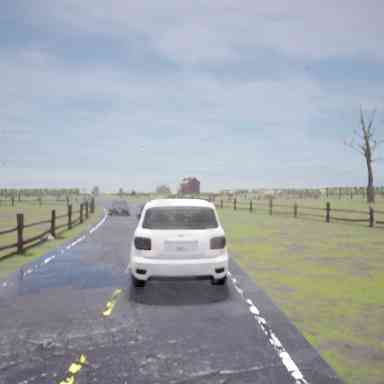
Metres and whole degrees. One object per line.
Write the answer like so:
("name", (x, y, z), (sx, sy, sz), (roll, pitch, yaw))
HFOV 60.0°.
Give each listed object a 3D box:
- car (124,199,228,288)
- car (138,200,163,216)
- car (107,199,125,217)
("car", (-0.417, 1.198, 9.355), (2.150, 2.045, 5.566), (0, 0, -4))
("car", (-4.133, 1.525, 32.612), (1.895, 1.301, 4.718), (0, 0, -13))
("car", (-6.715, 1.421, 30.710), (1.837, 1.490, 4.892), (0, 0, -14))
